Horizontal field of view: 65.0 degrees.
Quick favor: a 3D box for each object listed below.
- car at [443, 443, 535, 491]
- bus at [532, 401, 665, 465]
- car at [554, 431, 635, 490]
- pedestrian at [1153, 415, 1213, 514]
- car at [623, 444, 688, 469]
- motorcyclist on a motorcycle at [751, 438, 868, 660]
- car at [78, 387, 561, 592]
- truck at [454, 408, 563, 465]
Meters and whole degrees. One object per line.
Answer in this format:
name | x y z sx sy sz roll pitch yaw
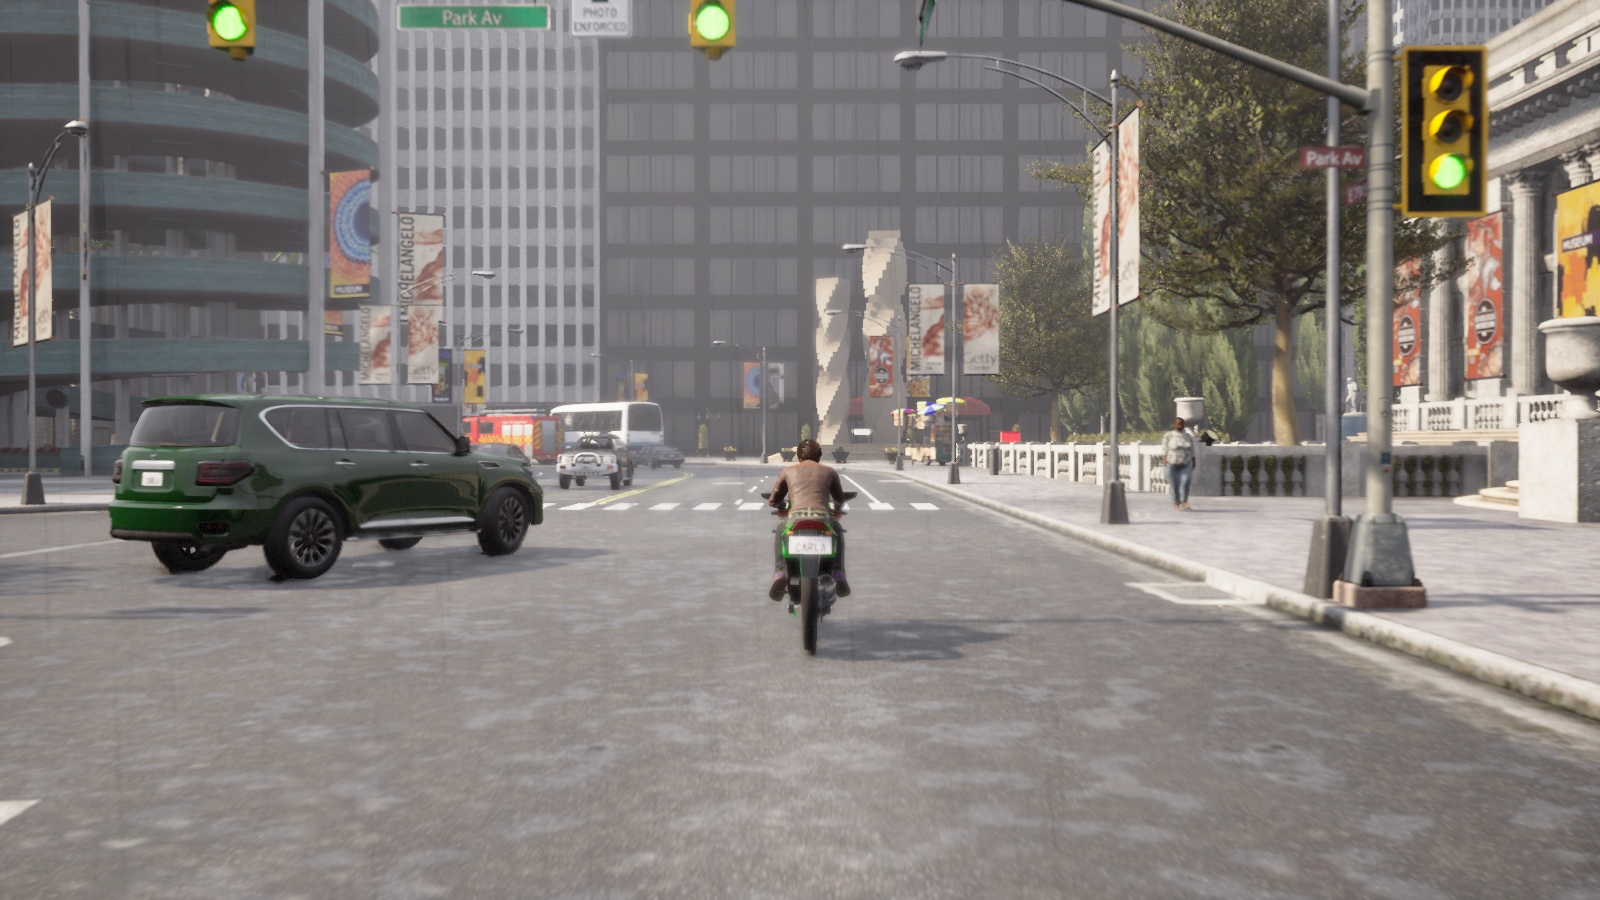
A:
car | -10.252 0.508 41.701 1.837 1.490 4.892 0 0 0
bus | -14.184 -1.136 87.633 3.944 4.253 10.273 0 0 -44
car | -6.751 0.322 41.766 1.932 1.855 4.605 0 0 0
pedestrian | 7.323 0.273 24.056 0.874 1.855 0.900 0 0 1
car | -8.686 0.363 75.163 2.033 1.411 5.357 0 0 -28
motorcyclist on a motorcycle | 0.070 0.674 9.643 0.797 1.523 2.044 0 0 0
car | -5.549 0.373 15.507 2.150 2.045 5.566 0 0 27
truck | -20.541 -0.932 88.243 8.468 3.827 2.891 0 0 39
